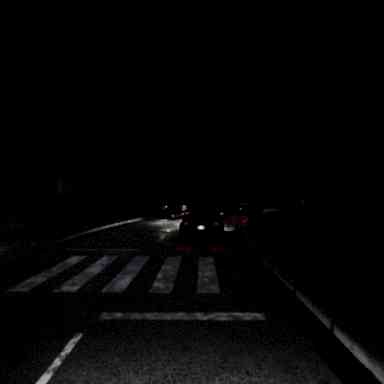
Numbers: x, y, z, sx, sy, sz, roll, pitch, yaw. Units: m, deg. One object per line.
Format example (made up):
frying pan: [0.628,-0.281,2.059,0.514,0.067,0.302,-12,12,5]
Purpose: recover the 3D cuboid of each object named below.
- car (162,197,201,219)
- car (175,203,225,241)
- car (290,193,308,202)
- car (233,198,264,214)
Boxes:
car: [-0.664,1.198,27.159,2.097,1.767,4.553,0,0,21]
car: [0.571,1.461,16.018,1.994,1.385,4.181,0,0,5]
car: [20.663,1.074,64.134,2.097,1.767,4.553,0,0,-20]
car: [5.499,1.292,31.988,2.128,1.511,4.902,0,0,28]
